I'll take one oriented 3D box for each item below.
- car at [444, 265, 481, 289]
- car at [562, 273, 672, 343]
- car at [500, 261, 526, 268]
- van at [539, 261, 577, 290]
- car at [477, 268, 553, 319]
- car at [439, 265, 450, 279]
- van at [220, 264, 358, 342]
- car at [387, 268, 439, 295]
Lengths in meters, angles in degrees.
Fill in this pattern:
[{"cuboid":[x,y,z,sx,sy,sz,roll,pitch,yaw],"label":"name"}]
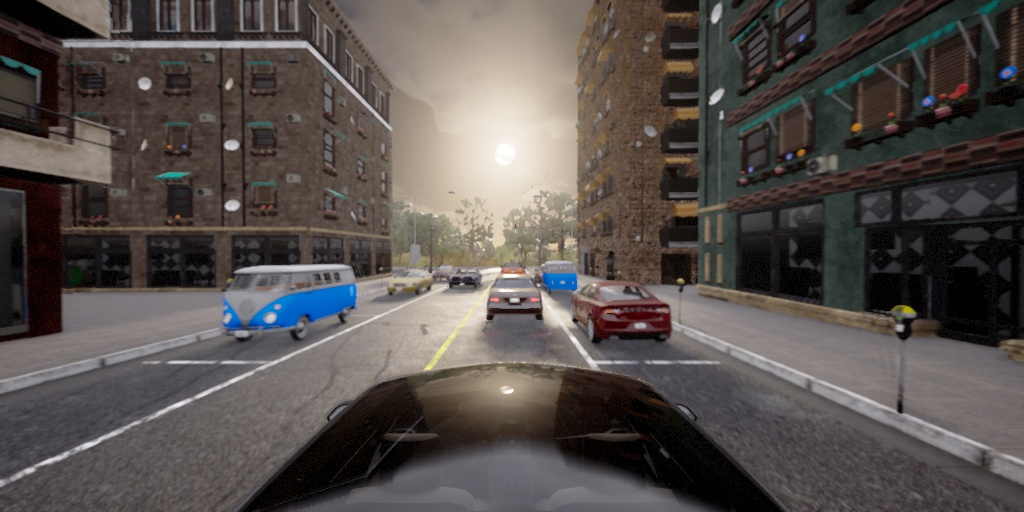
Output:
[{"cuboid":[-3.093,1.454,24.458,1.895,1.301,4.718,0,0,0],"label":"car"},{"cuboid":[2.689,1.332,9.711,1.888,1.381,4.507,0,0,0],"label":"car"},{"cuboid":[0.086,1.228,29.710,2.097,1.767,4.553,0,0,0],"label":"car"},{"cuboid":[2.689,1.177,20.760,1.690,1.789,3.998,0,0,0],"label":"van"},{"cuboid":[0.087,1.349,12.999,2.033,1.411,5.357,0,0,0],"label":"car"},{"cuboid":[-5.789,1.467,31.753,1.802,1.307,4.207,0,0,0],"label":"car"},{"cuboid":[-5.691,1.127,9.662,1.690,1.789,3.998,0,0,0],"label":"van"},{"cuboid":[-5.691,1.362,20.541,1.751,1.417,4.829,0,0,0],"label":"car"}]
